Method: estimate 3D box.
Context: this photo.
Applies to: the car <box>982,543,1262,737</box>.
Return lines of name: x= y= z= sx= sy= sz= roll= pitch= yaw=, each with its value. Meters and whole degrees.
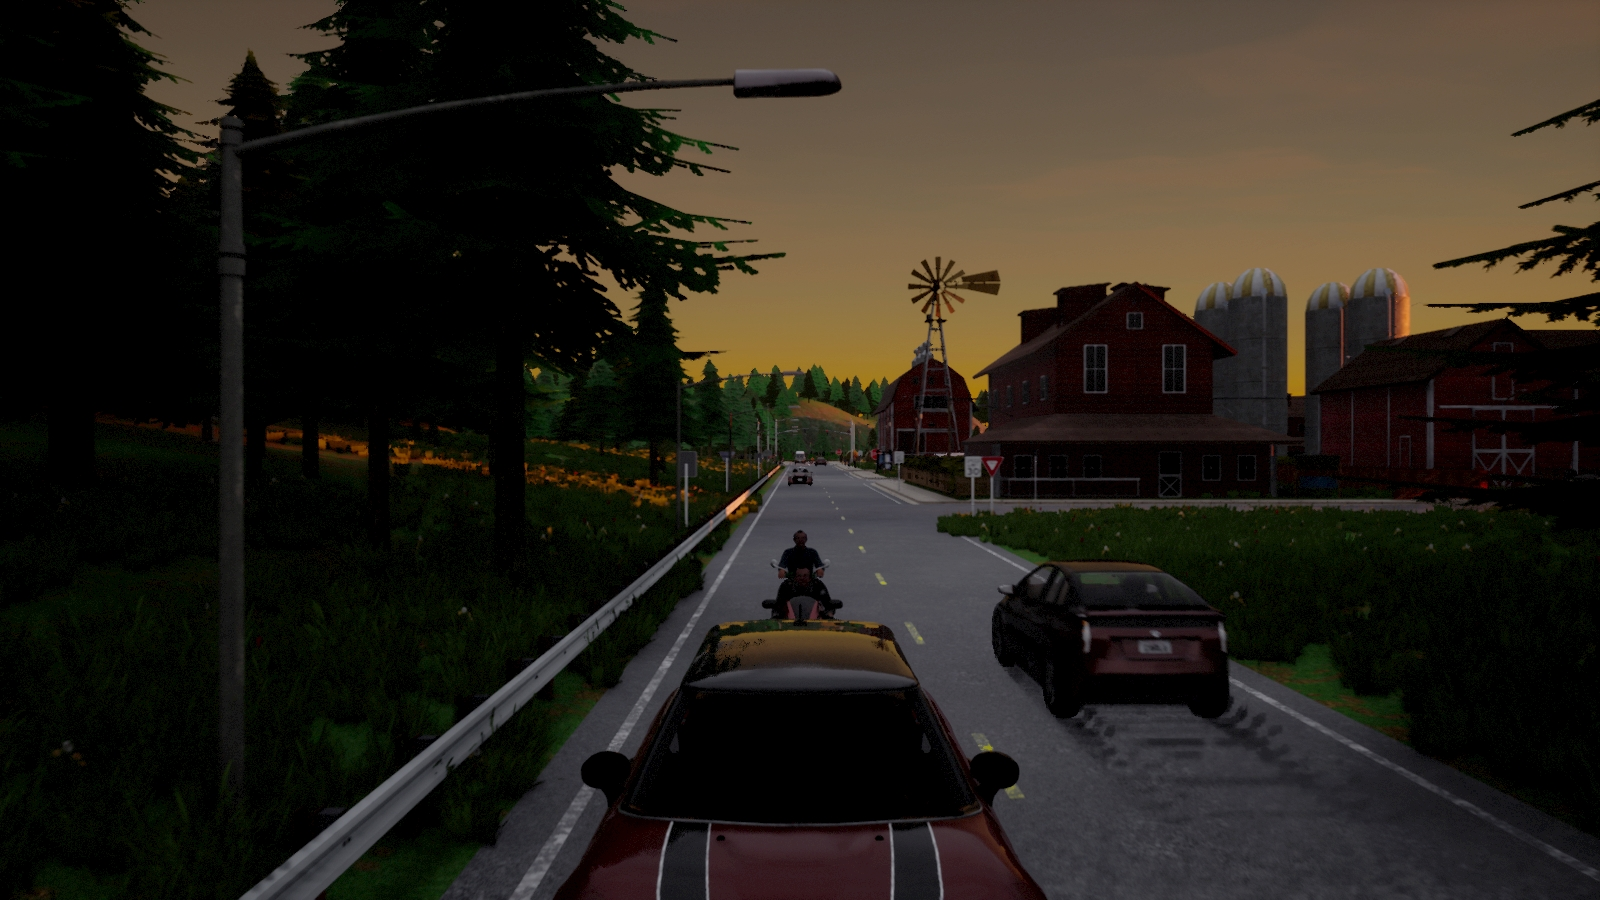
car: x=3.500 y=2.040 z=13.409 sx=2.007 sy=1.525 sz=4.514 roll=0 pitch=0 yaw=0

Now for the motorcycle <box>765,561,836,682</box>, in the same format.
motorcycle: x=0.014 y=2.205 z=15.073 sx=0.867 sy=1.251 sz=2.209 roll=0 pitch=0 yaw=0

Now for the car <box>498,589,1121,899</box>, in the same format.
car: x=0.032 y=1.906 z=6.123 sx=2.097 sy=1.767 sz=4.553 roll=0 pitch=0 yaw=0

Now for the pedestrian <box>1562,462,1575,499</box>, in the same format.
pedestrian: x=38.756 y=1.555 z=57.603 sx=0.375 sy=1.860 sz=0.375 roll=0 pitch=0 yaw=-6
